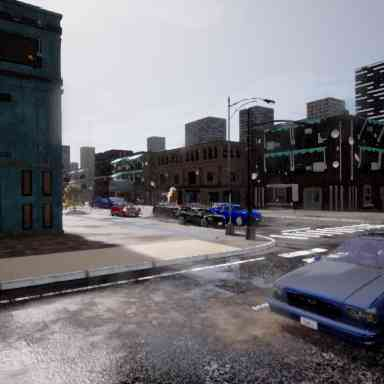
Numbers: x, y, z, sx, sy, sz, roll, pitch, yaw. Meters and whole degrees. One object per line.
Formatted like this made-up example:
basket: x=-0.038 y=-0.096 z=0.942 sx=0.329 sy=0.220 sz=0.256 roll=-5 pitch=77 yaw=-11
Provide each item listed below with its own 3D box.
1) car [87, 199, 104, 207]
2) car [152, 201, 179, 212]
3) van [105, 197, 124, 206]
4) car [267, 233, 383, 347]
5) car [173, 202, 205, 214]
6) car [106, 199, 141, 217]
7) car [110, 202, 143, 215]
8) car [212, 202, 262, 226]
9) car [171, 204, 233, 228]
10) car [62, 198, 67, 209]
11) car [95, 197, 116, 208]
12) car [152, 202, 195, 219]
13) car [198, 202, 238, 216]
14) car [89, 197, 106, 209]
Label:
car: x=-19.701 y=2.228 z=67.851 sx=1.887 sy=1.381 sz=4.507 roll=-1 pitch=0 yaw=-35
car: x=-3.661 y=1.966 z=45.297 sx=1.802 sy=1.307 sz=4.206 roll=-2 pitch=0 yaw=-35
van: x=-13.290 y=1.907 z=58.829 sx=1.690 sy=1.788 sz=3.998 roll=-1 pitch=0 yaw=-35
car: x=3.891 y=1.546 z=6.460 sx=5.357 sy=1.411 sz=2.033 roll=0 pitch=0 yaw=-36
car: x=-0.454 y=1.904 z=40.786 sx=1.802 sy=1.307 sz=4.206 roll=-2 pitch=0 yaw=-35
car: x=-7.285 y=1.846 z=35.928 sx=1.967 sy=1.590 sz=4.097 roll=-1 pitch=0 yaw=-35
car: x=-8.343 y=1.989 z=41.915 sx=2.033 sy=1.411 sz=5.357 roll=-1 pitch=0 yaw=-35
car: x=3.187 y=1.692 z=25.685 sx=1.882 sy=1.535 sz=5.008 roll=-1 pitch=0 yaw=-36
car: x=0.660 y=1.814 z=24.549 sx=1.947 sy=1.339 sz=4.313 roll=-2 pitch=0 yaw=-35
car: x=-23.223 y=2.233 z=58.344 sx=1.752 sy=1.417 sz=4.829 roll=-1 pitch=0 yaw=-35
car: x=-16.498 y=1.940 z=63.340 sx=2.192 sy=1.841 sz=5.009 roll=-1 pitch=0 yaw=-35
car: x=-2.212 y=1.813 z=33.282 sx=2.128 sy=1.511 sz=4.902 roll=-1 pitch=0 yaw=-35
car: x=2.753 y=1.809 z=36.275 sx=2.008 sy=1.369 sz=4.403 roll=-2 pitch=0 yaw=-35
car: x=-16.072 y=1.828 z=58.292 sx=2.150 sy=2.045 sz=5.566 roll=-1 pitch=0 yaw=-35
